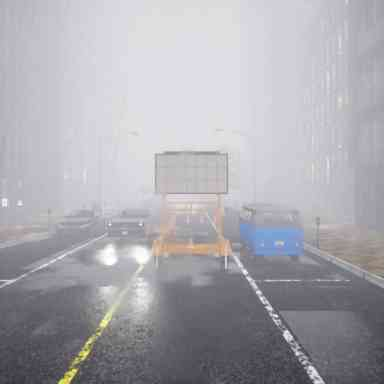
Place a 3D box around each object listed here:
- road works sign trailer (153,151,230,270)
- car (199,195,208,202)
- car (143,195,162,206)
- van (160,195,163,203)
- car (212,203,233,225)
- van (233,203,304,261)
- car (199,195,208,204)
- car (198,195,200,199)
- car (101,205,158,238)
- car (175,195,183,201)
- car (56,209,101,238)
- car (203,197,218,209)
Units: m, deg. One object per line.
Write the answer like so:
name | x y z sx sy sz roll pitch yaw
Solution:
road works sign trailer | -0.014 0.462 11.031 2.380 3.560 2.880 0 0 0
car | 2.599 1.389 74.631 1.967 1.590 4.097 0 0 0
car | -5.747 1.540 46.163 2.008 1.369 4.403 0 0 0
van | -5.761 1.319 57.548 1.690 1.788 3.998 0 0 0
car | 2.661 1.578 23.399 1.802 1.307 4.206 0 0 0
van | 2.675 1.339 12.015 1.690 1.788 3.998 0 0 0
car | 2.627 1.535 51.862 2.008 1.369 4.403 0 0 0
car | 2.620 1.528 57.554 2.008 1.369 4.403 0 0 0
car | -3.122 1.597 17.688 1.895 1.301 4.718 0 0 0
car | -3.102 1.482 82.159 2.033 1.411 5.357 0 0 0
car | -5.713 1.579 17.700 1.802 1.307 4.206 0 0 0
car | 2.640 1.574 40.477 1.802 1.307 4.206 0 0 0
